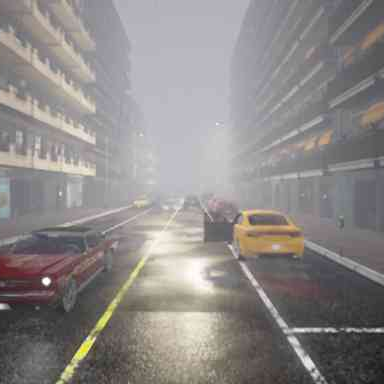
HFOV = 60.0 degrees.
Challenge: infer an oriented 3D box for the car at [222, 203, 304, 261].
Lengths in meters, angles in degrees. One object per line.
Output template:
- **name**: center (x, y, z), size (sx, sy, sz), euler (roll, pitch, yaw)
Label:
- **car**: center (2.347, 1.356, 11.756), size (1.882, 1.535, 5.008), euler (0, 1, 0)

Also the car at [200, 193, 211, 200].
- **car**: center (2.615, 0.942, 66.746), size (2.008, 1.369, 4.403), euler (0, 0, 0)

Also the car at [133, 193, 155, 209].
- **car**: center (-5.734, 1.149, 38.282), size (1.752, 1.417, 4.829), euler (0, 1, 0)

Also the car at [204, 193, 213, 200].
- **car**: center (2.646, 1.146, 38.609), size (1.752, 1.417, 4.829), euler (0, 0, 0)

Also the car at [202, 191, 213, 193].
- **car**: center (2.627, 0.794, 55.420), size (2.192, 1.841, 5.009), euler (0, 0, 0)

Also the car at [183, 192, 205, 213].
- **car**: center (0.020, 1.124, 37.178), size (2.128, 1.511, 4.902), euler (0, 0, 0)

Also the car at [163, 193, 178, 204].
- **car**: center (-3.055, 1.171, 50.515), size (1.895, 1.301, 4.718), euler (0, 0, 0)

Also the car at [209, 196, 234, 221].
- **car**: center (2.659, 1.274, 27.116), size (1.887, 1.381, 4.507), euler (0, 1, 0)

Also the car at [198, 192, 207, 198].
- **car**: center (2.596, 0.708, 83.730), size (1.967, 1.590, 4.097), euler (0, 0, 0)

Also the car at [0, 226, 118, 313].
- **car**: center (-3.109, 1.521, 7.584), size (1.895, 1.301, 4.718), euler (0, 1, 0)

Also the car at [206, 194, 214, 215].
- **car**: center (2.653, 1.219, 32.781), size (1.887, 1.381, 4.507), euler (0, 1, 0)

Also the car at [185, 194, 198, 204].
- **car**: center (-0.045, 1.038, 51.300), size (1.812, 1.442, 4.674), euler (0, 0, 0)

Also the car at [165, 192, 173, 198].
- **car**: center (-5.784, 0.794, 83.576), size (1.752, 1.417, 4.829), euler (0, 0, 0)

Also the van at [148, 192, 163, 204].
- **van**: center (-5.747, 0.866, 49.774), size (1.690, 1.788, 3.998), euler (0, 0, 0)
